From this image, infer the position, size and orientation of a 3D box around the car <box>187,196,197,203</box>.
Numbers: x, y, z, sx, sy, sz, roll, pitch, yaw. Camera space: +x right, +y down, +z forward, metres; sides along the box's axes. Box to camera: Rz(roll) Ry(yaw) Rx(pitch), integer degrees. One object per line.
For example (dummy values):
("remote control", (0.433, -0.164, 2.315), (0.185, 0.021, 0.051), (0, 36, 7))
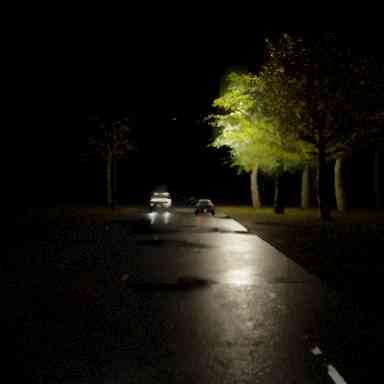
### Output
("car", (-0.004, 1.463, 67.402), (1.895, 1.301, 4.718), (0, 0, 0))

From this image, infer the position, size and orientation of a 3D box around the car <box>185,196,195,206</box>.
("car", (0.000, 1.454, 50.478), (1.994, 1.385, 4.181), (0, 0, 0))

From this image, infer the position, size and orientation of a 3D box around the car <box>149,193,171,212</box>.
("car", (-3.593, 1.141, 38.708), (2.150, 2.045, 5.566), (0, 0, 0))

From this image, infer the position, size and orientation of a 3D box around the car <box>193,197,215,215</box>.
("car", (1.223, 1.463, 32.488), (1.812, 1.442, 4.674), (0, 0, 0))
